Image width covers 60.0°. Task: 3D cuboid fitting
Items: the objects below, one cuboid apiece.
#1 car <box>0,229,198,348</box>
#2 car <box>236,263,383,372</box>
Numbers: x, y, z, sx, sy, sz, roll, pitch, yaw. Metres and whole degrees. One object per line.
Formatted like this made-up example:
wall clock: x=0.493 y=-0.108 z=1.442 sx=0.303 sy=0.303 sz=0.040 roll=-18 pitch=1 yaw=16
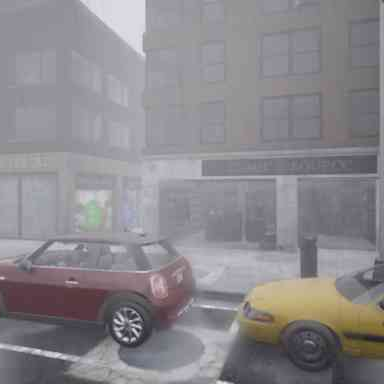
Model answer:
car: x=-2.055 y=1.439 z=6.054 sx=4.097 sy=1.590 sz=1.967 roll=0 pitch=0 yaw=17
car: x=3.056 y=1.524 z=4.459 sx=4.829 sy=1.417 sz=1.752 roll=0 pitch=0 yaw=17
